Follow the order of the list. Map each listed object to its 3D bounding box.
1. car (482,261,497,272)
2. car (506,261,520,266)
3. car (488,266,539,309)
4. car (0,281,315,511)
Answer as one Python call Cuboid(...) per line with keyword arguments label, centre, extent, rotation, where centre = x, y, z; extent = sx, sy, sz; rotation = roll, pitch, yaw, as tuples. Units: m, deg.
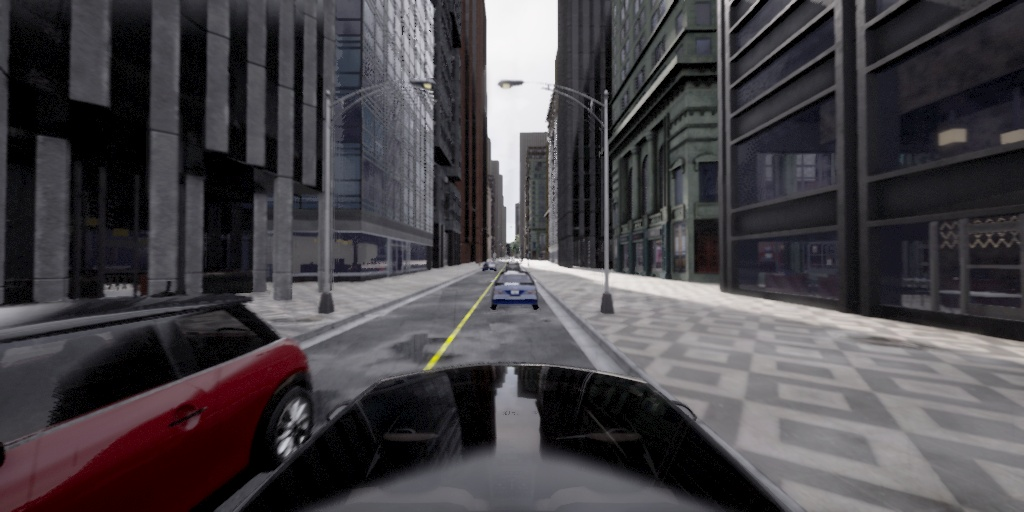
Cuboid(label="car", centre=(-2.987, 1.402, 48.847), extent=(2.033, 1.411, 5.357), rotation=(0, 0, 0))
Cuboid(label="car", centre=(0.117, 1.344, 46.927), extent=(2.128, 1.511, 4.902), rotation=(0, 0, 0))
Cuboid(label="car", centre=(0.106, 1.338, 15.212), extent=(2.033, 1.411, 5.357), rotation=(0, 0, 0))
Cuboid(label="car", centre=(-3.097, 1.103, 1.796), extent=(2.097, 1.767, 4.553), rotation=(0, 0, 0))
